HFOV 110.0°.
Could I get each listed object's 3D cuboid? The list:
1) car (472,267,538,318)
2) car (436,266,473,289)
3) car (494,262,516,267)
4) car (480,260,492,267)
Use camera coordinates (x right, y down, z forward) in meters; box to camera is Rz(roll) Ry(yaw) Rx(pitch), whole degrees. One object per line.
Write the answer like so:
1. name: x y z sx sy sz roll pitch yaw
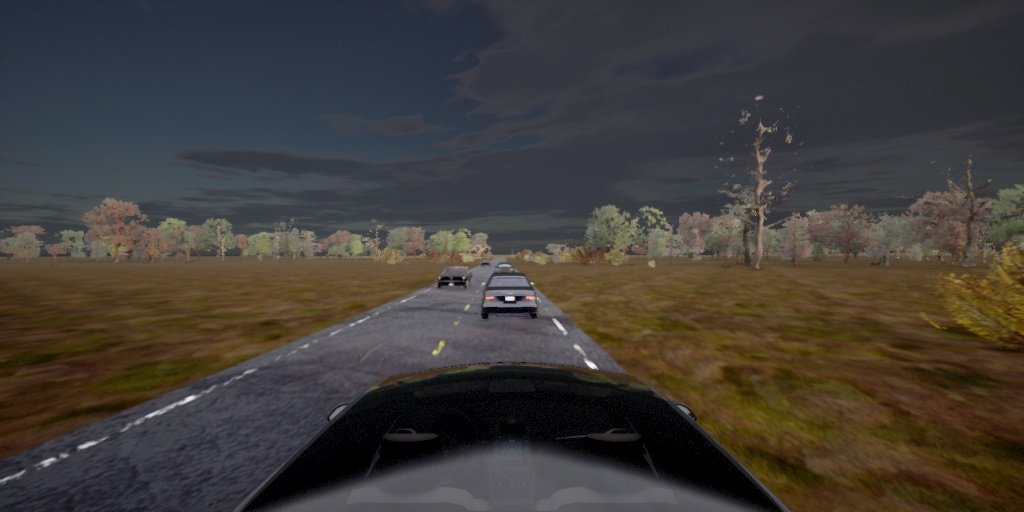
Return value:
1. car: -0.122 1.297 13.019 2.033 1.411 5.357 0 0 -1
2. car: -3.586 1.356 23.115 1.895 1.301 4.718 0 0 -2
3. car: -0.627 1.276 32.243 1.812 1.442 4.674 0 0 -2
4. car: -4.590 1.356 63.882 1.895 1.301 4.718 0 0 -1
